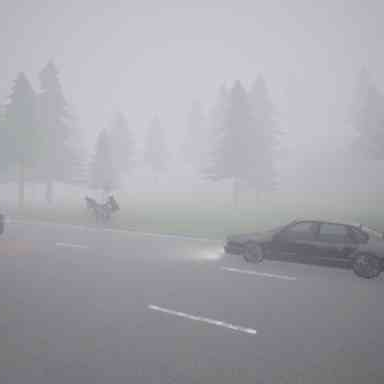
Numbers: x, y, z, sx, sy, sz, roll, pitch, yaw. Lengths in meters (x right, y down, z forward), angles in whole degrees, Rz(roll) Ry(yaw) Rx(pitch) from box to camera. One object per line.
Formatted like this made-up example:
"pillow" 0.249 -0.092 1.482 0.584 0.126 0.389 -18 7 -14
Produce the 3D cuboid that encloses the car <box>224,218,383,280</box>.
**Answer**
"car" 3.689 1.478 9.799 5.357 1.411 2.033 1 1 30

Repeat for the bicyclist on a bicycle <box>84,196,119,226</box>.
"bicyclist on a bicycle" -4.174 0.976 16.613 1.656 1.620 0.582 17 15 -46

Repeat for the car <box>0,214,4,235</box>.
"car" -9.822 1.163 13.680 5.008 1.535 1.882 1 1 31

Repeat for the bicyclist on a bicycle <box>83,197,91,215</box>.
"bicyclist on a bicycle" -5.119 0.966 17.363 0.582 1.620 1.656 -39 -25 20
